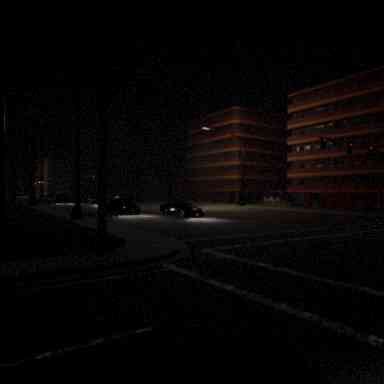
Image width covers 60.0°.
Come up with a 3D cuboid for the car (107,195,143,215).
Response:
[{"bbox_3d":[-6.737,1.383,32.524,1.812,1.442,4.674,1,1,-35],"label":"car"}]

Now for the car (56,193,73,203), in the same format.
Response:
[{"bbox_3d":[-19.998,0.954,52.063,1.837,1.490,4.892,1,0,-34],"label":"car"}]

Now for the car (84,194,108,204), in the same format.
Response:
[{"bbox_3d":[-15.009,1.147,50.898,1.895,1.301,4.718,1,1,-34],"label":"car"}]

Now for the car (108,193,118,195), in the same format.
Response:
[{"bbox_3d":[-15.400,0.922,63.965,1.882,1.535,5.008,1,0,-34],"label":"car"}]

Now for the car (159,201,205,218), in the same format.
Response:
[{"bbox_3d":[-1.029,1.516,30.366,2.033,1.411,5.357,1,0,-34],"label":"car"}]

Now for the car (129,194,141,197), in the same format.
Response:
[{"bbox_3d":[-9.735,1.124,55.777,1.812,1.442,4.674,1,1,-34],"label":"car"}]
